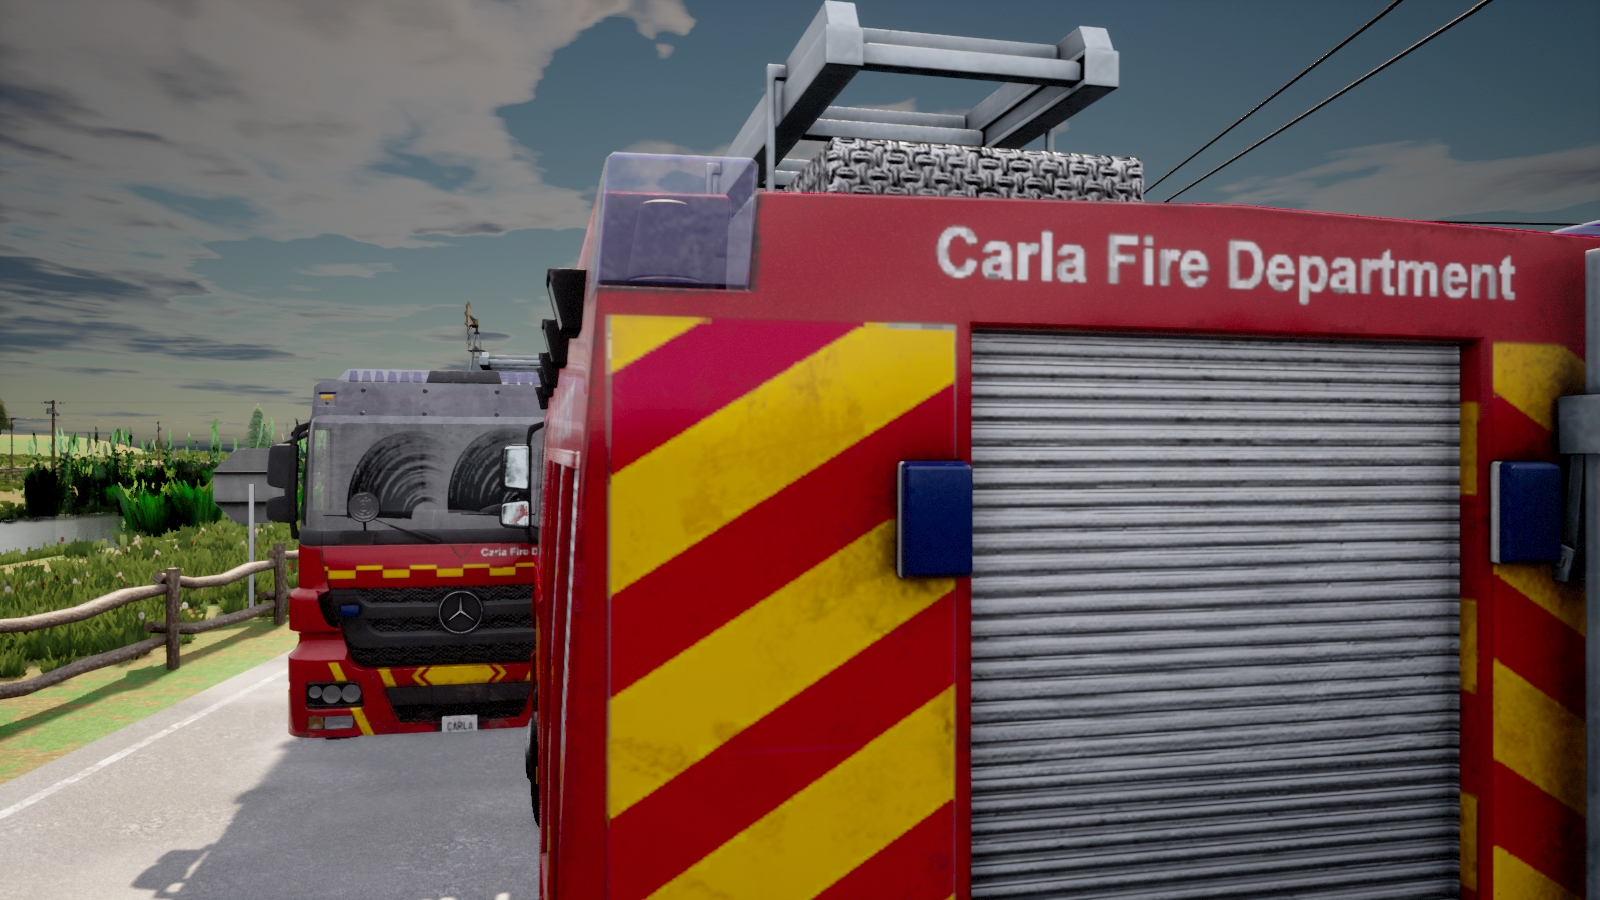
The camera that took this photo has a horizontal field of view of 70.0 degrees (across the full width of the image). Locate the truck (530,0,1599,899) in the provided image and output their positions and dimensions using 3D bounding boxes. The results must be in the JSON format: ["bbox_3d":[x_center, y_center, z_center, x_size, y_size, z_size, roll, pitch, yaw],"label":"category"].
[{"bbox_3d":[-0.125,0.866,6.872,2.891,3.827,8.468,0,0,-13],"label":"truck"}]

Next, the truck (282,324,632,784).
[{"bbox_3d":[-3.885,0.862,13.969,2.891,3.827,8.468,0,0,-13],"label":"truck"}]

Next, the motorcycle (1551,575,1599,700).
[{"bbox_3d":[9.814,2.142,13.180,1.805,1.316,0.856,0,0,-7],"label":"motorcycle"}]
